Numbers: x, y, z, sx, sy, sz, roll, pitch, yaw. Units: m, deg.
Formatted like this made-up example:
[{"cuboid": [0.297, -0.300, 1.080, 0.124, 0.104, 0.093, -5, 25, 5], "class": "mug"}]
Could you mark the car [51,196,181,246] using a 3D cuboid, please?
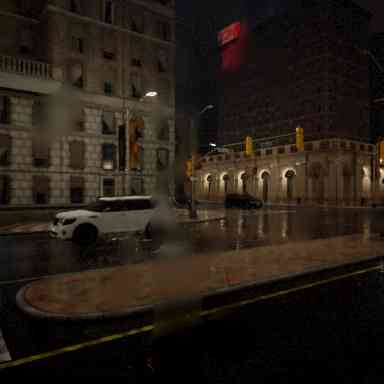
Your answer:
[{"cuboid": [-3.555, 1.221, 15.557, 5.566, 2.045, 2.150, 0, 0, -35], "class": "car"}]

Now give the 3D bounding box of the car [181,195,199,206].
[{"cuboid": [-0.795, 1.352, 53.016, 2.097, 1.767, 4.553, 0, 0, -35], "class": "car"}]

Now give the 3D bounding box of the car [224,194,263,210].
[{"cuboid": [6.513, 1.222, 42.752, 2.150, 2.045, 5.566, 0, 0, -36], "class": "car"}]
